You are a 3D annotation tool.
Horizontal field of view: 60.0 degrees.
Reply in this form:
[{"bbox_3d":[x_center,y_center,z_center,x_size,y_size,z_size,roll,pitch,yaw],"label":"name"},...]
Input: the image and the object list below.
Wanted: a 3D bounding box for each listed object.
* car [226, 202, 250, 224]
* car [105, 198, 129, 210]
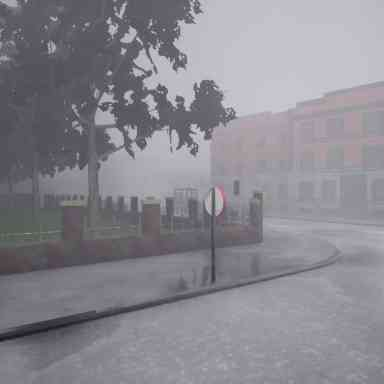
[{"bbox_3d":[2.910,1.504,23.971,1.837,1.490,4.892,0,0,-36],"label":"car"},{"bbox_3d":[-9.433,1.526,41.255,1.812,1.442,4.674,0,0,-35],"label":"car"}]
